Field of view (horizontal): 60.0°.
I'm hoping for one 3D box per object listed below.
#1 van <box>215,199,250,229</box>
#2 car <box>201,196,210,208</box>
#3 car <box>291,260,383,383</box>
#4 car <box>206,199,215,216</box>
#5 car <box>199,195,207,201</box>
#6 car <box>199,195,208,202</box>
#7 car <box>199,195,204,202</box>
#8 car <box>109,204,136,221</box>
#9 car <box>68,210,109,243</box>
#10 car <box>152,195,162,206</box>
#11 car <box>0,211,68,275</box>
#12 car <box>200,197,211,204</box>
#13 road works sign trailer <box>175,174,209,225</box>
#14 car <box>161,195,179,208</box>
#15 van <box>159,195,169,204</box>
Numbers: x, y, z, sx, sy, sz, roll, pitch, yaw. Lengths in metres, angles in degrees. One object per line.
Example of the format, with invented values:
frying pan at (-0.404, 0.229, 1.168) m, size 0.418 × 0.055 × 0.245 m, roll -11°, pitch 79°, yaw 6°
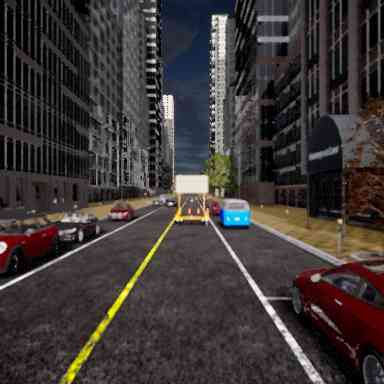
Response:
van at (2.688, 1.377, 21.664) m, size 1.690 × 1.788 × 3.998 m, roll 0°, pitch 0°, yaw 0°
car at (2.686, 1.658, 50.125) m, size 1.802 × 1.307 × 4.206 m, roll 0°, pitch 0°, yaw 0°
car at (2.689, 1.592, 4.587) m, size 1.802 × 1.307 × 4.206 m, roll 0°, pitch 0°, yaw 0°
car at (2.687, 1.634, 33.048) m, size 1.802 × 1.307 × 4.206 m, roll 0°, pitch 0°, yaw 0°
car at (2.684, 1.528, 84.280) m, size 1.967 × 1.590 × 4.097 m, roll 0°, pitch 0°, yaw 0°
car at (2.685, 1.529, 78.588) m, size 1.967 × 1.590 × 4.097 m, roll 0°, pitch 0°, yaw 0°
car at (2.686, 1.638, 61.510) m, size 2.008 × 1.369 × 4.403 m, roll 0°, pitch 0°, yaw 0°
car at (-5.693, 1.626, 27.358) m, size 1.802 × 1.307 × 4.206 m, roll 0°, pitch 0°, yaw 0°
car at (-5.692, 1.578, 15.973) m, size 2.008 × 1.369 × 4.403 m, roll 0°, pitch 0°, yaw 0°
car at (-5.695, 1.633, 55.821) m, size 2.008 × 1.369 × 4.403 m, roll 0°, pitch 0°, yaw 0°
car at (-5.692, 1.459, 10.281) m, size 1.967 × 1.590 × 4.097 m, roll 0°, pitch 0°, yaw 0°
car at (2.685, 1.640, 67.203) m, size 2.008 × 1.369 × 4.403 m, roll 0°, pitch 0°, yaw 0°
road works sign trailer at (-0.002, 0.503, 23.684) m, size 2.380 × 3.560 × 2.880 m, roll 0°, pitch 0°, yaw 0°
car at (-3.084, 1.567, 50.567) m, size 2.128 × 1.511 × 4.902 m, roll 0°, pitch 0°, yaw 0°
van at (-5.695, 1.431, 67.206) m, size 1.690 × 1.788 × 3.998 m, roll 0°, pitch 0°, yaw 0°
